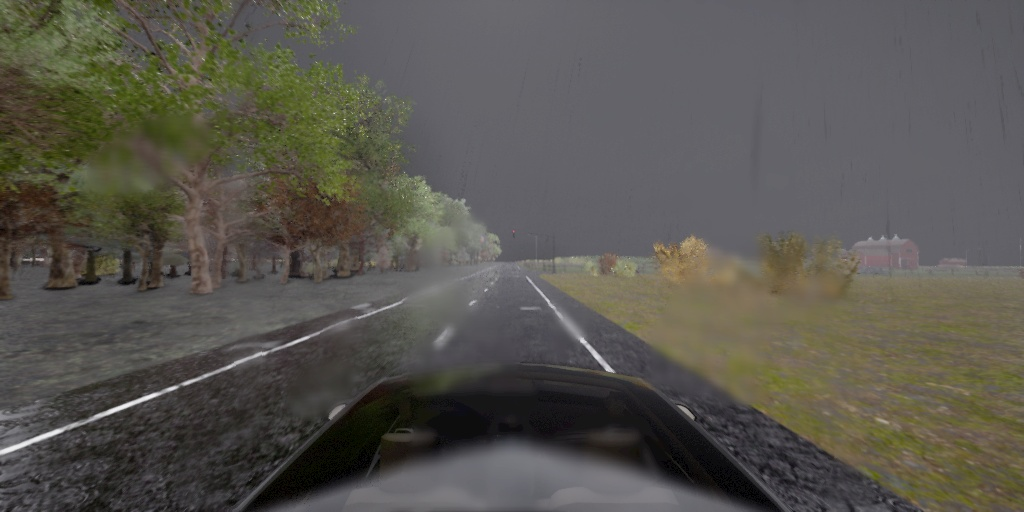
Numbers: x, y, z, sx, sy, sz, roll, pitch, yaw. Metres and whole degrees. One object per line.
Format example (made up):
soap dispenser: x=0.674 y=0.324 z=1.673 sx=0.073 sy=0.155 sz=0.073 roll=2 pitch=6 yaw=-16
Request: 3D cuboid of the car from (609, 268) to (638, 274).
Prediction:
car: x=18.355 y=2.169 z=59.151 sx=4.674 sy=1.442 sz=1.812 roll=1 pitch=-2 yaw=0
